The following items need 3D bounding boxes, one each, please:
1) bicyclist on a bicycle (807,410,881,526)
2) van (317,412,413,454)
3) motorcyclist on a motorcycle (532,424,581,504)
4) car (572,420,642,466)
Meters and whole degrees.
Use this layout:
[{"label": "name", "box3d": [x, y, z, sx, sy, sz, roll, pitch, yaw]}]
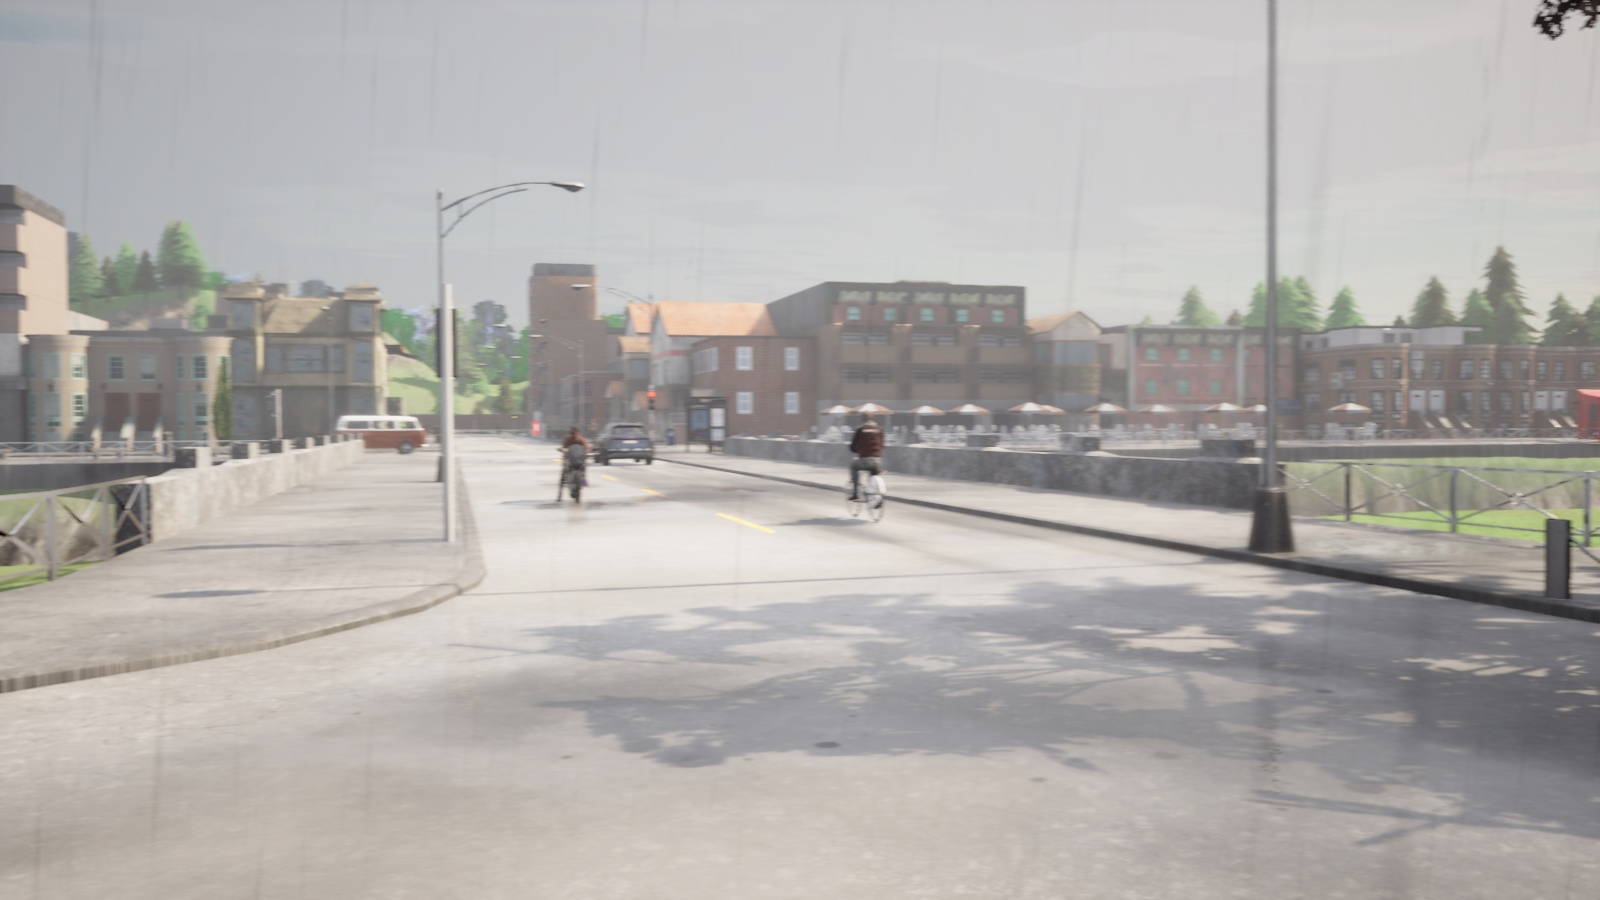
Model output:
[{"label": "bicyclist on a bicycle", "box3d": [0.685, 0.253, 20.149, 0.659, 1.776, 1.843, 0, 2, -16]}, {"label": "van", "box3d": [-22.106, -0.882, 63.811, 4.480, 2.038, 2.069, 0, 2, -22]}, {"label": "motorcyclist on a motorcycle", "box3d": [-4.888, 0.248, 25.113, 0.797, 1.523, 2.044, 0, 1, -15]}, {"label": "car", "box3d": [-7.483, -0.317, 48.320, 2.033, 1.649, 4.856, 0, 1, -16]}]
